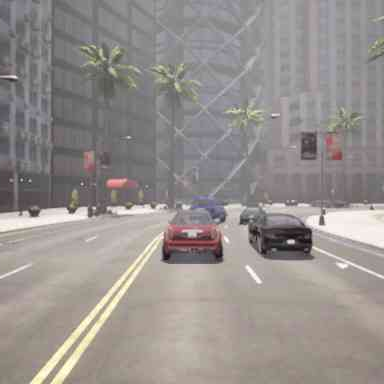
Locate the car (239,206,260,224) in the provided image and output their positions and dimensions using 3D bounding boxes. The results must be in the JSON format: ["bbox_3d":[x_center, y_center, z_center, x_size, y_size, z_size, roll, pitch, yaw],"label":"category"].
[{"bbox_3d":[5.092,1.855,27.162,1.994,1.385,4.181,0,-1,17],"label":"car"}]

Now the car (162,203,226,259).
[{"bbox_3d":[0.061,1.495,13.407,2.097,1.767,4.553,0,-1,1],"label":"car"}]

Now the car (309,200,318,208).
[{"bbox_3d":[24.036,2.153,61.620,4.902,1.511,2.128,0,-1,-18],"label":"car"}]

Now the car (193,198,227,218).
[{"bbox_3d":[1.380,1.514,27.043,2.150,2.045,5.566,0,0,15],"label":"car"}]

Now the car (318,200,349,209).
[{"bbox_3d":[25.169,2.126,58.288,4.892,1.490,1.837,0,-1,-17],"label":"car"}]

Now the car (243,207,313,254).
[{"bbox_3d":[3.585,1.630,14.237,1.882,1.535,5.008,0,0,2],"label":"car"}]
